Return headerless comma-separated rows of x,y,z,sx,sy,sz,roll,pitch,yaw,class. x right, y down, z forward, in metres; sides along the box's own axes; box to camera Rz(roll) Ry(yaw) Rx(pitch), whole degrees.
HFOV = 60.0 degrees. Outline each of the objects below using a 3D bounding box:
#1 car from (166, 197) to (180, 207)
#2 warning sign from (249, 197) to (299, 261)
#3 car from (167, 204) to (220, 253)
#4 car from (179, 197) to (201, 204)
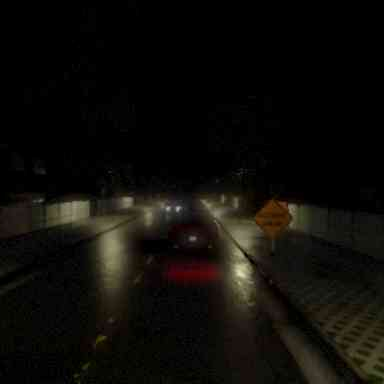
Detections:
-2.843,1.461,50.557,1.812,1.442,4.674,0,0,0,car
2.511,1.101,10.362,1.300,1.860,1.060,0,0,0,warning sign
0.067,1.460,13.702,1.882,1.535,5.008,0,-1,1,car
0.070,1.486,29.961,1.812,1.442,4.674,0,0,0,car
